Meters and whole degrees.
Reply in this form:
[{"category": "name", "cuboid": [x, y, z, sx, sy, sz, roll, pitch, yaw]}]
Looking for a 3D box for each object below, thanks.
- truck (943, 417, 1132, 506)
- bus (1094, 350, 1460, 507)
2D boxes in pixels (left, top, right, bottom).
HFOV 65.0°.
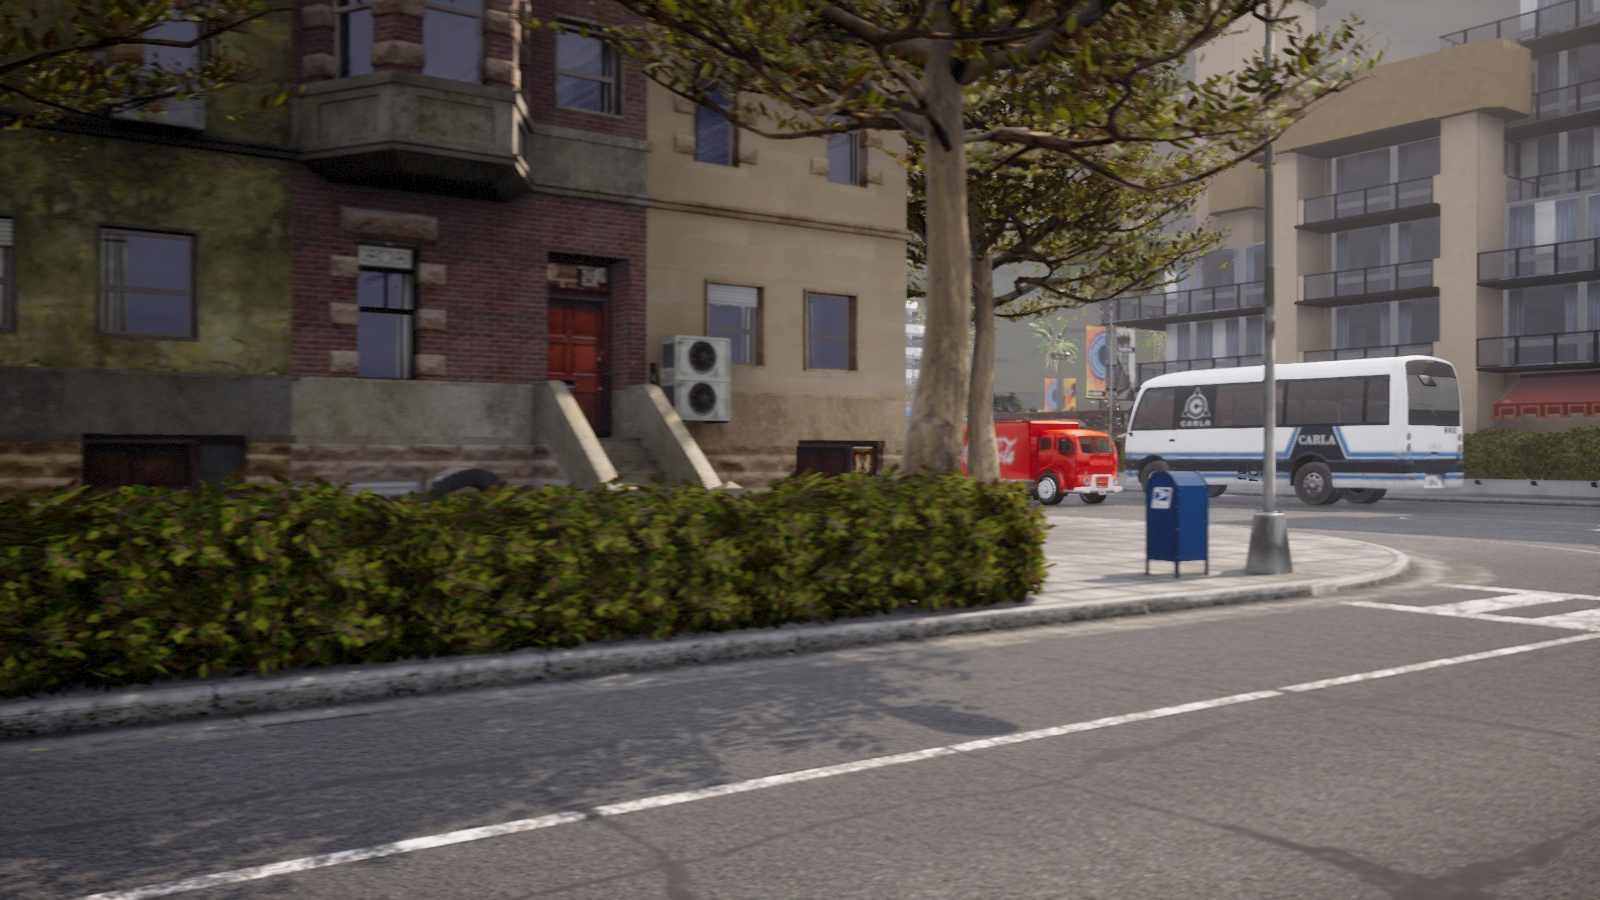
[{"category": "truck", "cuboid": [7.045, 0.336, 37.798, 2.627, 2.467, 5.204, 0, 0, -35]}, {"category": "bus", "cuboid": [14.507, -0.566, 39.352, 3.944, 4.253, 10.273, 0, 0, -35]}]
